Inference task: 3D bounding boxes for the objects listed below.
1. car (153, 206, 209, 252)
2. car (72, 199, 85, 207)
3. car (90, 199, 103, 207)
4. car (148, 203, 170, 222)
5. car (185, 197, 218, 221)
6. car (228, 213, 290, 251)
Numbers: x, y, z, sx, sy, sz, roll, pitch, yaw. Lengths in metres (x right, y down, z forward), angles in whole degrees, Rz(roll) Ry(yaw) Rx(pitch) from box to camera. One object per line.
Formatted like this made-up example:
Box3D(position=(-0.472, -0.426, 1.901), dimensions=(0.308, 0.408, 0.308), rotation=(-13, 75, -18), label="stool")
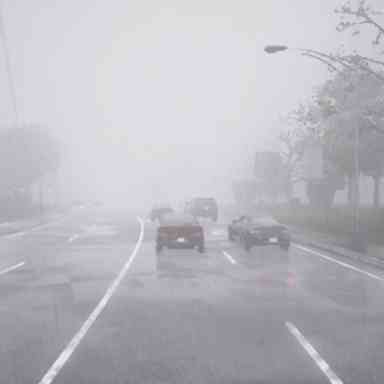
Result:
Box3D(position=(-0.625, 1.616, 14.645), dimensions=(1.882, 1.535, 5.008), rotation=(0, 0, -5), label="car")
Box3D(position=(-22.253, 2.142, 65.015), dimensions=(1.994, 1.385, 4.181), rotation=(0, -1, -27), label="car")
Box3D(position=(-19.174, 2.145, 66.635), dimensions=(2.033, 1.411, 5.357), rotation=(0, -1, -25), label="car")
Box3D(position=(-2.796, 1.757, 29.659), dimensions=(1.882, 1.535, 5.008), rotation=(0, 0, -11), label="car")
Box3D(position=(0.732, 1.500, 29.864), dimensions=(2.150, 2.045, 5.566), rotation=(0, 0, -11), label="car")
Box3D(position=(2.870, 1.667, 14.864), dimensions=(1.812, 1.442, 4.674), rotation=(0, 0, -5), label="car")
